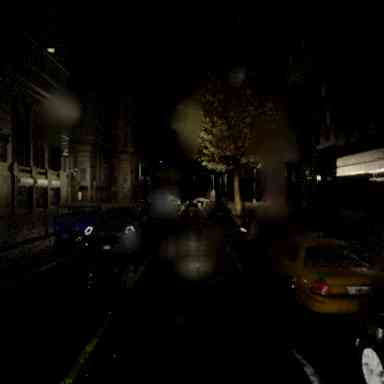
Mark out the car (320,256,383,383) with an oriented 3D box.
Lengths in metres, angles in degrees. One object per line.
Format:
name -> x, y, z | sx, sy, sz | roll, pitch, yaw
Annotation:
car -> 2.761, 1.568, 2.272 | 2.008, 1.369, 4.403 | 0, 0, 0

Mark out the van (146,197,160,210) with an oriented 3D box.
van -> -5.775, 1.715, 49.765 | 1.690, 1.788, 3.998 | 0, 0, 0

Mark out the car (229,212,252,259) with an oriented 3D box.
car -> 2.759, 1.660, 12.851 | 1.947, 1.339, 4.313 | 0, 0, 0

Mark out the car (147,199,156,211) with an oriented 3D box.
car -> -5.772, 1.834, 38.938 | 1.887, 1.381, 4.507 | 0, 0, 0

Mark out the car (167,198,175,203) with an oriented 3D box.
car -> -5.797, 2.280, 93.272 | 1.887, 1.381, 4.507 | 0, 0, 0

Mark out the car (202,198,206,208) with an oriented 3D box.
car -> 2.752, 1.879, 44.583 | 1.887, 1.381, 4.507 | 0, 0, 0

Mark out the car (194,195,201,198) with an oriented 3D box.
car -> 2.239, 1.973, 64.963 | 4.902, 1.511, 2.128 | -1, 1, -30

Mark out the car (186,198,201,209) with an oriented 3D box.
car -> 0.010, 1.985, 50.957 | 1.895, 1.301, 4.718 | 0, 0, 0

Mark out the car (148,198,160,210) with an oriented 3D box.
car -> -5.773, 1.897, 44.351 | 1.947, 1.339, 4.313 | 0, 0, 0

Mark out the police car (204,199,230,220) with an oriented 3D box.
police car -> 2.361, 1.648, 30.255 | 1.930, 1.638, 5.238 | 0, 0, 0

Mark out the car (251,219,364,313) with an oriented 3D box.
car -> 2.760, 1.582, 7.731 | 1.752, 1.417, 4.829 | 0, 0, 0

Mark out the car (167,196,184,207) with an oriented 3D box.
car -> -3.012, 1.841, 58.934 | 2.097, 1.767, 4.553 | 0, 0, 0

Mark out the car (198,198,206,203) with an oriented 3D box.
car -> 2.758, 2.280, 93.255 | 1.887, 1.381, 4.507 | 0, -1, 0

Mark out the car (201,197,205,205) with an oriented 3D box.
car -> 2.756, 1.945, 55.333 | 1.752, 1.417, 4.829 | 0, 0, 0

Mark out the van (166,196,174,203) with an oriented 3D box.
van -> -5.797, 2.028, 87.748 | 1.690, 1.788, 3.998 | 0, 0, 0

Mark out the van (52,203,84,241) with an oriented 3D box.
van -> -5.768, 1.467, 17.287 | 1.690, 1.788, 3.998 | 0, 0, 0

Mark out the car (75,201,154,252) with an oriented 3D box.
car -> -3.101, 1.457, 14.381 | 2.097, 1.767, 4.553 | 0, 0, 0
